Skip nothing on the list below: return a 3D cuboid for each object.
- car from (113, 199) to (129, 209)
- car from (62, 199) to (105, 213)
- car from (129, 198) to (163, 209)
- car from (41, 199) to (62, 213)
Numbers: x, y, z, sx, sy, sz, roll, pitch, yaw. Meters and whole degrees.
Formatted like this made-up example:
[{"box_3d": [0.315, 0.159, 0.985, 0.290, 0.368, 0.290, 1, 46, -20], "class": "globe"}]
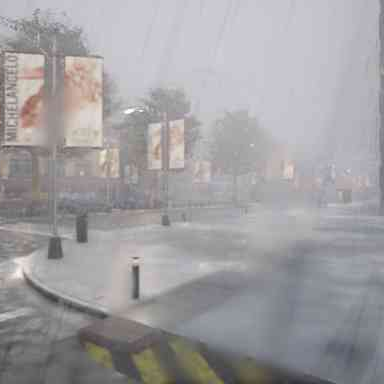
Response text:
[{"box_3d": [-8.964, 1.622, 46.392, 1.994, 1.385, 4.181, 0, 0, 36], "class": "car"}, {"box_3d": [-11.614, 1.615, 36.635, 1.994, 1.385, 4.181, 0, 0, 35], "class": "car"}, {"box_3d": [-5.769, 1.578, 44.838, 1.812, 1.442, 4.674, 0, 0, 35], "class": "car"}, {"box_3d": [-14.740, 1.549, 38.262, 2.128, 1.511, 4.902, 0, 0, 36], "class": "car"}]
